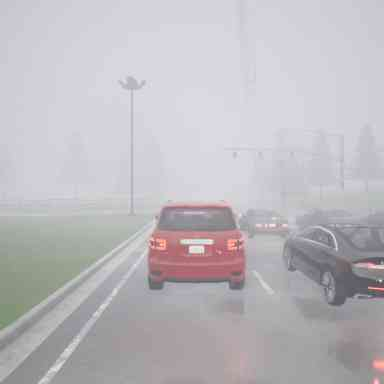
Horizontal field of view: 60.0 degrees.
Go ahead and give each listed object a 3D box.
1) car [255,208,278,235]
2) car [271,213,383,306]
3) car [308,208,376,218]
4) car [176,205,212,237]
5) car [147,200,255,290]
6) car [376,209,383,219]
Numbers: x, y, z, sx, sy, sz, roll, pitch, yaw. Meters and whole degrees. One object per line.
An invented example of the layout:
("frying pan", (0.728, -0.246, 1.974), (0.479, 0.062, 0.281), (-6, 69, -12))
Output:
("car", (3.636, 1.547, 17.538), (2.033, 1.411, 5.357), (0, 0, 0))
("car", (3.615, 1.492, 8.012), (2.128, 1.511, 4.902), (0, 0, 0))
("car", (7.137, 1.547, 17.653), (2.033, 1.411, 5.357), (0, 0, 0))
("car", (0.123, 1.526, 18.928), (1.812, 1.442, 4.674), (0, 0, 0))
("car", (0.112, 1.221, 9.225), (2.150, 2.045, 5.566), (0, 0, 0))
("car", (10.636, 1.564, 17.534), (1.994, 1.385, 4.181), (0, 0, 0))
